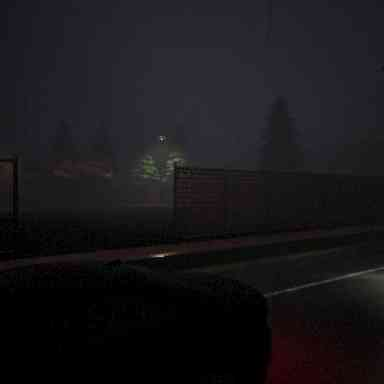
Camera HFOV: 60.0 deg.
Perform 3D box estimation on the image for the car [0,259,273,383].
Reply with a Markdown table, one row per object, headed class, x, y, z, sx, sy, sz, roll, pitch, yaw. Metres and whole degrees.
| class | x | y | z | sx | sy | sz | roll | pitch | yaw |
| --- | --- | --- | --- | --- | --- | --- | --- | --- | --- |
| car | -1.505 | 1.478 | 3.053 | 5.008 | 1.535 | 1.882 | 0 | 0 | -32 |
